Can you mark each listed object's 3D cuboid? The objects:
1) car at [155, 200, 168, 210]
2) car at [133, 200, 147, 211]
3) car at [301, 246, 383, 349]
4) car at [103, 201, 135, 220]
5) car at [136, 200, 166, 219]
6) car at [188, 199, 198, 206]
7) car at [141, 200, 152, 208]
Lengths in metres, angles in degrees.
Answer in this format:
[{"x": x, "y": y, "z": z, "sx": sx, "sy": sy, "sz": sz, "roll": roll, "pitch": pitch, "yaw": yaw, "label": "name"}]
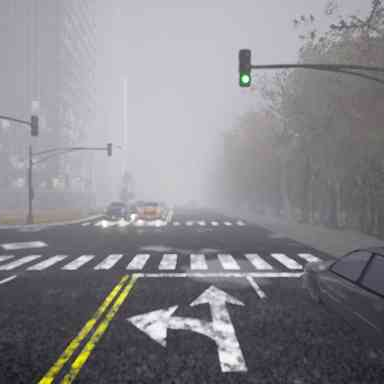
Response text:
[{"x": -5.196, "y": 2.191, "z": 56.944, "sx": 2.033, "sy": 1.411, "sz": 5.357, "roll": 0, "pitch": -1, "yaw": -3, "label": "car"}, {"x": -8.233, "y": 2.077, "z": 53.067, "sx": 1.882, "sy": 1.535, "sz": 5.008, "roll": 0, "pitch": 0, "yaw": -4, "label": "car"}, {"x": 3.388, "y": 1.567, "z": 5.231, "sx": 2.033, "sy": 1.411, "sz": 5.357, "roll": -2, "pitch": -2, "yaw": 1, "label": "car"}, {"x": -7.267, "y": 1.719, "z": 32.724, "sx": 2.097, "sy": 1.767, "sz": 4.553, "roll": 0, "pitch": -1, "yaw": -2, "label": "car"}, {"x": -4.030, "y": 1.723, "z": 33.103, "sx": 2.097, "sy": 1.767, "sz": 4.553, "roll": 0, "pitch": -1, "yaw": -2, "label": "car"}, {"x": 0.142, "y": 2.375, "z": 74.417, "sx": 2.128, "sy": 1.511, "sz": 4.902, "roll": 0, "pitch": -1, "yaw": -5, "label": "car"}, {"x": -9.024, "y": 2.366, "z": 66.487, "sx": 1.994, "sy": 1.385, "sz": 4.181, "roll": 0, "pitch": 0, "yaw": -4, "label": "car"}]
